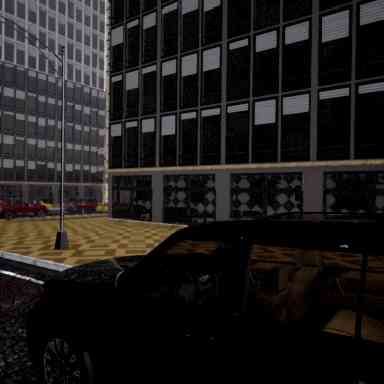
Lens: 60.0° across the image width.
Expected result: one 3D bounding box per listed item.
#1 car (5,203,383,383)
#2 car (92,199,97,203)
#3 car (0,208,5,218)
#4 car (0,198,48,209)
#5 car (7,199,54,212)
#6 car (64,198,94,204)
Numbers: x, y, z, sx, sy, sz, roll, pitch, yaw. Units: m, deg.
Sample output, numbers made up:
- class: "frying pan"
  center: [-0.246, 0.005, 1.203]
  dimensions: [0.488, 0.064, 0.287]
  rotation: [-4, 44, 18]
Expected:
- class: "car"
  center: [0.717, 1.221, 3.172]
  dimensions: [5.566, 2.045, 2.150]
  rotation: [0, 0, 36]
- class: "car"
  center: [-9.269, 1.829, 40.230]
  dimensions: [1.752, 1.417, 4.829]
  rotation: [1, 0, 37]
- class: "car"
  center: [-7.263, 1.348, 8.895]
  dimensions: [4.553, 1.767, 2.097]
  rotation: [0, 0, 36]
- class: "car"
  center: [-16.097, 1.519, 31.041]
  dimensions: [2.192, 1.841, 5.009]
  rotation: [1, 0, 37]
- class: "car"
  center: [-19.563, 1.642, 40.428]
  dimensions: [1.752, 1.417, 4.829]
  rotation: [1, 0, 37]
- class: "car"
  center: [-14.422, 1.556, 42.980]
  dimensions: [2.097, 1.767, 4.553]
  rotation: [1, 0, 37]
